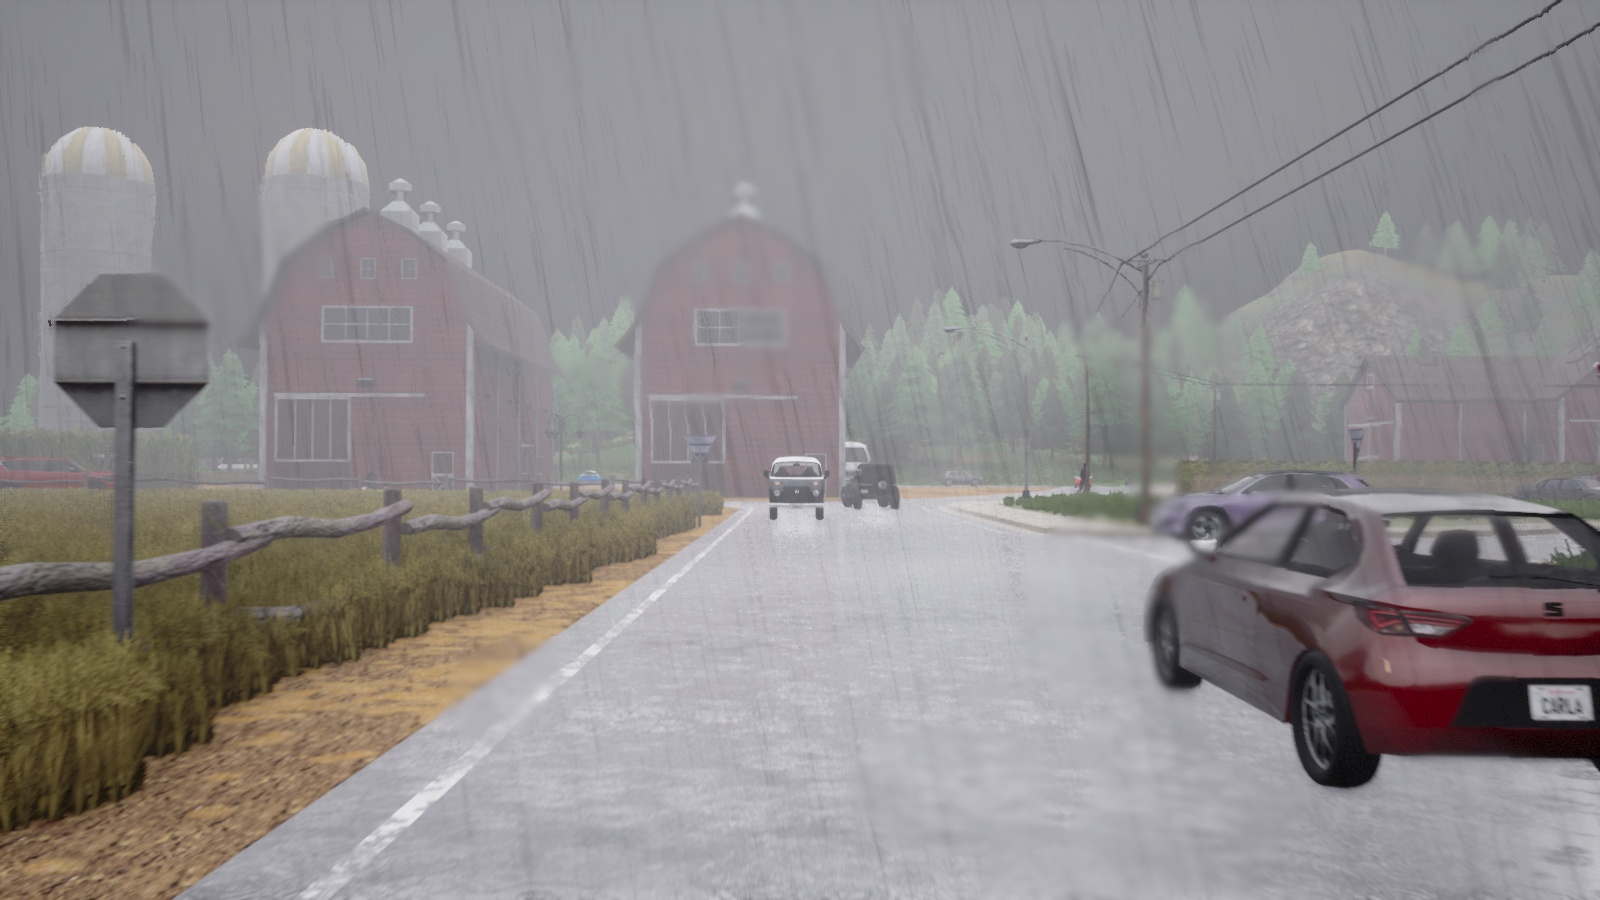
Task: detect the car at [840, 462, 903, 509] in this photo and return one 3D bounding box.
[{"bbox_3d":[2.966,1.468,52.918,1.905,1.878,3.866,0,-1,-8],"label":"car"}]

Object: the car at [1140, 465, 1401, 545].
[{"bbox_3d":[9.978,1.150,26.946,4.856,1.649,2.033,0,-1,2],"label":"car"}]

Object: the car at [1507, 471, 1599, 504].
[{"bbox_3d":[34.907,1.657,56.496,2.033,1.411,5.357,0,-1,-19],"label":"car"}]

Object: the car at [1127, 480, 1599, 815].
[{"bbox_3d":[3.452,0.943,7.770,1.816,1.474,4.193,0,-1,1],"label":"car"}]

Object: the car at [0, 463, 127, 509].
[{"bbox_3d":[-34.242,1.627,57.856,5.566,2.045,2.150,0,-1,-24],"label":"car"}]

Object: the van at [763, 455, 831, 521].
[{"bbox_3d":[-0.109,1.215,40.979,2.069,2.038,4.480,0,-1,0],"label":"van"}]
